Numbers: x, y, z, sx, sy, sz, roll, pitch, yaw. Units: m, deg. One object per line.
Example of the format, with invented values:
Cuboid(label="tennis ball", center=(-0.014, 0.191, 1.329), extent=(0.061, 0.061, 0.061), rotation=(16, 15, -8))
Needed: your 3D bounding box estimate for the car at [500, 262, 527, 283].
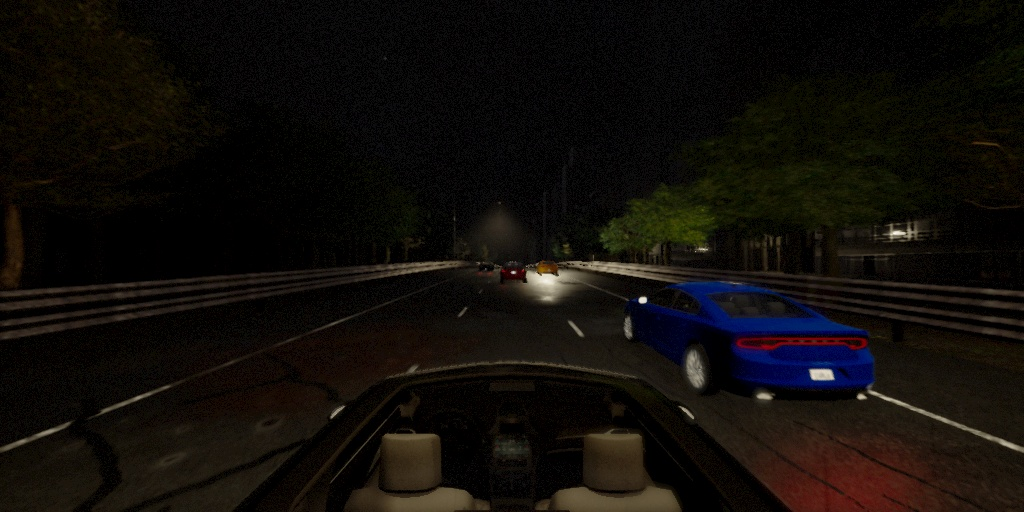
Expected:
Cuboid(label="car", center=(0.105, 1.232, 28.180), extent=(2.163, 1.488, 4.792), rotation=(0, 0, 0))

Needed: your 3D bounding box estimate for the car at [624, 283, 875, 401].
Cuboid(label="car", center=(3.600, 1.225, 6.641), extent=(1.882, 1.535, 5.008), rotation=(0, 0, 0))

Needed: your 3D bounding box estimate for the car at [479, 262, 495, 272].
Cuboid(label="car", center=(-3.393, 1.455, 48.999), extent=(1.895, 1.301, 4.718), rotation=(0, -1, 0))

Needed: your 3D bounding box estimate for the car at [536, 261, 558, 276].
Cuboid(label="car", center=(3.604, 1.232, 37.365), extent=(1.882, 1.535, 5.008), rotation=(0, 0, 0))
